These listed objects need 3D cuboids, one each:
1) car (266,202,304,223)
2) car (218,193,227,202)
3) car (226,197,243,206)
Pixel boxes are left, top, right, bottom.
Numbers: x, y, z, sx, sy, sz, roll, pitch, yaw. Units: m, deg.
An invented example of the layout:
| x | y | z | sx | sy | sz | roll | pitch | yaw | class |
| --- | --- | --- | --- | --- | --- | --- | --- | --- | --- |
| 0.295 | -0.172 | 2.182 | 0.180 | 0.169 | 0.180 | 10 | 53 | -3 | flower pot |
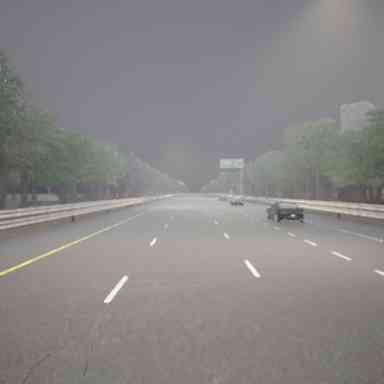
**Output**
| x | y | z | sx | sy | sz | roll | pitch | yaw | class |
| --- | --- | --- | --- | --- | --- | --- | --- | --- | --- |
| 7.044 | 1.507 | 25.586 | 1.882 | 1.535 | 5.008 | 0 | 0 | 0 | car |
| 7.367 | 1.546 | 79.568 | 1.812 | 1.442 | 4.674 | 0 | 0 | 1 | car |
| 7.177 | 1.626 | 54.588 | 1.895 | 1.301 | 4.718 | 0 | 0 | 0 | car |
